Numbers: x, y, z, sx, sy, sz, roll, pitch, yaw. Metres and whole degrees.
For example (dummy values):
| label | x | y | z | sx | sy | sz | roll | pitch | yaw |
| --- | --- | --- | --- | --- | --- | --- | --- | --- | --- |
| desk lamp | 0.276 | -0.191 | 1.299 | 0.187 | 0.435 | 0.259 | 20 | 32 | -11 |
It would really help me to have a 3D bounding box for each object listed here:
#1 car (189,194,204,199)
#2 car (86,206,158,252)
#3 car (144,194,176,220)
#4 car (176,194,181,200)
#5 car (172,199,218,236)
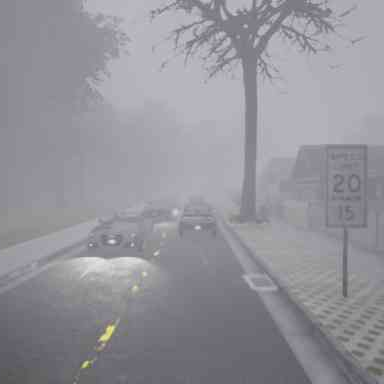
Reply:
| label | x | y | z | sx | sy | sz | roll | pitch | yaw |
| --- | --- | --- | --- | --- | --- | --- | --- | --- | --- |
| car | 0.569 | 0.957 | 40.789 | 2.128 | 1.511 | 4.902 | 0 | 1 | 1 |
| car | -2.699 | 1.464 | 13.257 | 1.994 | 1.385 | 4.181 | 0 | 1 | 1 |
| car | -2.523 | 1.186 | 25.559 | 1.882 | 1.535 | 5.008 | 0 | 1 | 1 |
| car | -2.309 | 0.999 | 38.053 | 2.128 | 1.511 | 4.902 | 0 | 1 | 1 |
| car | 0.293 | 1.341 | 17.274 | 2.128 | 1.511 | 4.902 | 0 | 1 | 1 |
